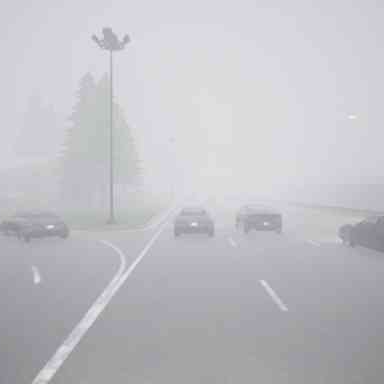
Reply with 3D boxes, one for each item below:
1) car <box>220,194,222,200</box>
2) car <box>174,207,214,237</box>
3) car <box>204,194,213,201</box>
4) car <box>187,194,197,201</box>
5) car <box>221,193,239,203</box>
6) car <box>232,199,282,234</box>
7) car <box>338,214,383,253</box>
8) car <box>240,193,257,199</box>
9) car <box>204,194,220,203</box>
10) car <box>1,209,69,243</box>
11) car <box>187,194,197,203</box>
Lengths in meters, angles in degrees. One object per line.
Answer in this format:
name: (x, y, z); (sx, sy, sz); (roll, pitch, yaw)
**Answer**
car: (6.995, 0.933, 70.702); (2.097, 1.767, 4.553); (0, 0, 0)
car: (0.098, 1.480, 17.652); (1.994, 1.385, 4.181); (0, 0, 0)
car: (3.495, 1.102, 70.733); (1.812, 1.442, 4.674); (0, 0, 0)
car: (-0.005, 1.110, 69.900); (1.994, 1.385, 4.181); (0, 0, 0)
car: (6.995, 1.234, 61.560); (1.812, 1.442, 4.674); (0, 0, 0)
car: (3.598, 1.389, 18.621); (1.882, 1.535, 5.008); (0, 0, 0)
car: (7.098, 1.492, 11.647); (2.033, 1.411, 5.357); (0, 0, 0)
car: (10.495, 1.261, 60.310); (2.033, 1.411, 5.357); (0, 0, 0)
car: (3.496, 1.219, 60.309); (1.837, 1.490, 4.892); (0, 0, 0)
car: (-7.595, 1.487, 15.959); (1.994, 1.385, 4.181); (0, 0, -44)
car: (-0.004, 1.316, 59.922); (1.895, 1.301, 4.718); (0, 0, 0)
